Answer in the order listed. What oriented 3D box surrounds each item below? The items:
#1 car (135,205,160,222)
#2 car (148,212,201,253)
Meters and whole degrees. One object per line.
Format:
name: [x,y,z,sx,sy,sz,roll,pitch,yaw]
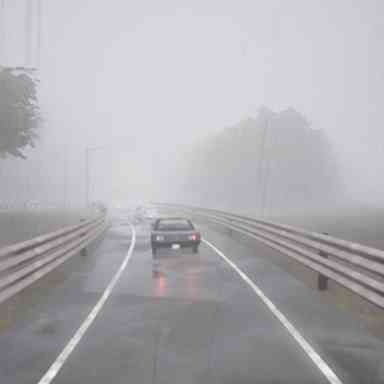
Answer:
car: [-4.012,1.875,30.017,1.812,1.442,4.674,0,0,-16]
car: [-0.866,1.761,14.566,1.895,1.301,4.718,0,-1,-7]
